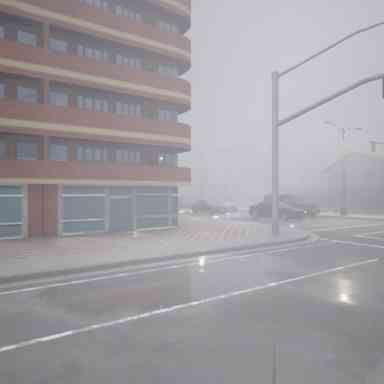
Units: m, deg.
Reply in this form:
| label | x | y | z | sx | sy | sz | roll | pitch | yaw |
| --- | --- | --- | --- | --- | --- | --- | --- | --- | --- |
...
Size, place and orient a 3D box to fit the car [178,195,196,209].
| label | x | y | z | sx | sy | sz | roll | pitch | yaw |
| --- | --- | --- | --- | --- | --- | --- | --- | --- | --- |
| car | -1.989 | 1.505 | 45.952 | 1.837 | 1.490 | 4.892 | 0 | 0 | -34 |

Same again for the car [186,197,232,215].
| label | x | y | z | sx | sy | sz | roll | pitch | yaw |
| --- | --- | --- | --- | --- | --- | --- | --- | --- | --- |
| car | 1.685 | 1.526 | 34.449 | 1.812 | 1.442 | 4.674 | 0 | 0 | -35 |

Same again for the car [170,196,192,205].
| label | x | y | z | sx | sy | sz | roll | pitch | yaw |
| --- | --- | --- | --- | --- | --- | --- | --- | --- | --- |
| car | -2.124 | 1.526 | 60.506 | 1.812 | 1.442 | 4.674 | 0 | 0 | -34 |

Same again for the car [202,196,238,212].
| label | x | y | z | sx | sy | sz | roll | pitch | yaw |
| --- | --- | --- | --- | --- | --- | --- | --- | --- | --- |
| car | 3.256 | 1.526 | 38.348 | 1.812 | 1.442 | 4.674 | 0 | 0 | -35 |

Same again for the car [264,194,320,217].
| label | x | y | z | sx | sy | sz | roll | pitch | yaw |
| --- | --- | --- | --- | --- | --- | --- | --- | --- | --- |
| car | 8.795 | 1.221 | 30.302 | 2.150 | 2.045 | 5.566 | 0 | 0 | -34 |

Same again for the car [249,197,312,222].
| label | x | y | z | sx | sy | sz | roll | pitch | yaw |
| --- | --- | --- | --- | --- | --- | --- | --- | --- | --- |
| car | 6.808 | 1.478 | 26.973 | 1.882 | 1.535 | 5.008 | 0 | 0 | -34 |

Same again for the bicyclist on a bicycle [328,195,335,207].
| label | x | y | z | sx | sy | sz | roll | pitch | yaw |
| --- | --- | --- | --- | --- | --- | --- | --- | --- | --- |
| bicyclist on a bicycle | 19.295 | 1.301 | 45.856 | 1.656 | 1.620 | 0.582 | 0 | 0 | -35 |

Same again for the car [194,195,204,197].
| label | x | y | z | sx | sy | sz | roll | pitch | yaw |
| --- | --- | --- | --- | --- | --- | --- | --- | --- | --- |
| car | 0.728 | 1.352 | 62.452 | 2.097 | 1.767 | 4.553 | 0 | 0 | -35 |
